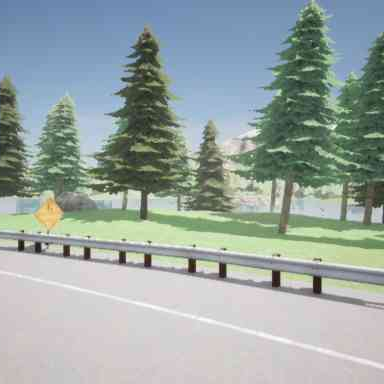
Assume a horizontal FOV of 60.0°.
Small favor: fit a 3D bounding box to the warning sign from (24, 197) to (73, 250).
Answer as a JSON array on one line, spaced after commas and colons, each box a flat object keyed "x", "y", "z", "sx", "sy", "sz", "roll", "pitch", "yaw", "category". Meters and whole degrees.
[{"x": -5.401, "y": 1.112, "z": 12.571, "sx": 1.060, "sy": 1.860, "sz": 1.300, "roll": 0, "pitch": 0, "yaw": 29, "category": "warning sign"}]
